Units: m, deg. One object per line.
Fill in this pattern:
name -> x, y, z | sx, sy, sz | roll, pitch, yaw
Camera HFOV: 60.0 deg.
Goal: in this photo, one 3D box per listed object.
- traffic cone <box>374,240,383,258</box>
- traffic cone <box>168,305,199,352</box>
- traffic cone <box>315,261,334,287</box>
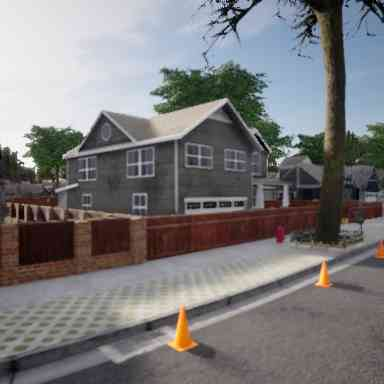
traffic cone -> 6.756, 2.027, 11.894 | 0.340, 0.580, 0.340 | -1, -1, 44
traffic cone -> -0.132, 2.003, 4.999 | 0.340, 0.580, 0.340 | 0, -1, -40
traffic cone -> 3.299, 2.014, 8.282 | 0.340, 0.580, 0.340 | -1, -1, 44
